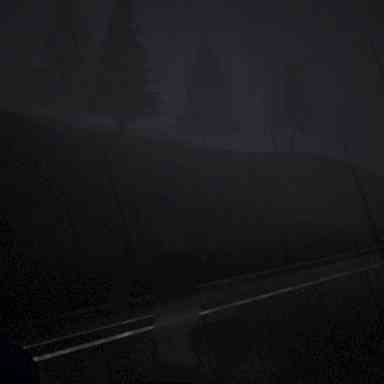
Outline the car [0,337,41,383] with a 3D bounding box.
[{"bbox_3d":[-3.341,1.487,1.399,5.008,1.535,1.882,0,0,-35],"label":"car"}]
